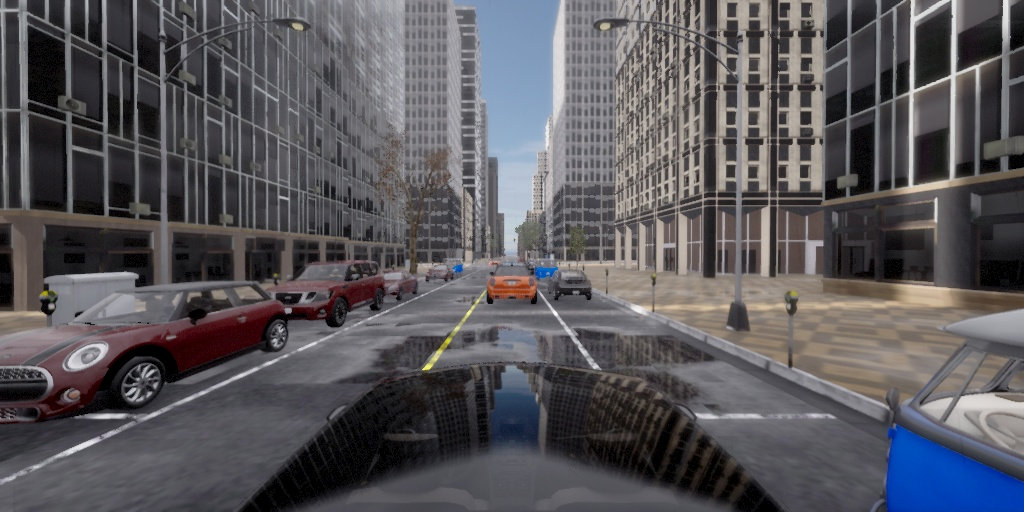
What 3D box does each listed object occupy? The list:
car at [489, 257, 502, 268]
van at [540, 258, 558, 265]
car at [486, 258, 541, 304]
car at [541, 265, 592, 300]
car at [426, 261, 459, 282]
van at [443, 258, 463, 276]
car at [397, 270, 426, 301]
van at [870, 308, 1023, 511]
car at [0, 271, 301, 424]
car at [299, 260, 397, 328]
[{"bbox_3d":[-3.000,1.127,64.533,2.097,1.767,4.553,0,0,0],"label":"car"},{"bbox_3d":[2.689,1.082,28.597,1.690,1.789,3.998,0,0,0],"label":"van"},{"bbox_3d":[0.000,1.111,16.471,2.097,1.767,4.553,0,0,0],"label":"car"},{"bbox_3d":[2.689,1.294,17.228,2.007,1.370,4.403,0,0,0],"label":"car"},{"bbox_3d":[-5.692,1.323,28.597,1.802,1.307,4.207,0,0,0],"label":"car"},{"bbox_3d":[-5.691,1.080,34.280,1.690,1.789,3.998,0,0,0],"label":"van"},{"bbox_3d":[-5.692,1.326,17.228,1.802,1.307,4.207,0,0,0],"label":"car"},{"bbox_3d":[2.689,1.088,0.177,1.690,1.789,3.998,0,0,0],"label":"van"},{"bbox_3d":[-5.691,1.186,5.861,1.967,1.591,4.097,0,0,0],"label":"car"},{"bbox_3d":[-5.692,1.060,11.545,2.192,1.841,5.009,0,0,0],"label":"car"}]
